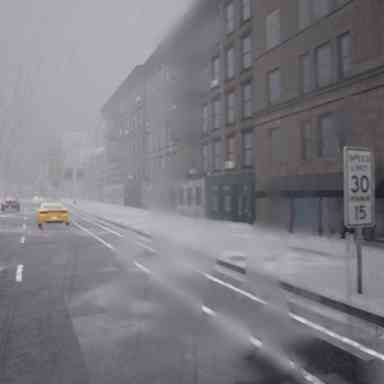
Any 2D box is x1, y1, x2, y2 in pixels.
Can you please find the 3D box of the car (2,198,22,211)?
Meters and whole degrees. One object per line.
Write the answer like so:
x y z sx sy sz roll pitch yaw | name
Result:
-21.670 1.484 39.940 1.837 1.490 4.892 0 0 -26 | car

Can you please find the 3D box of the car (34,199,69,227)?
-9.863 1.503 23.393 1.882 1.535 5.008 0 0 -26 | car

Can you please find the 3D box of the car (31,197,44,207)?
-22.924 1.449 49.807 1.812 1.442 4.674 0 0 -27 | car
